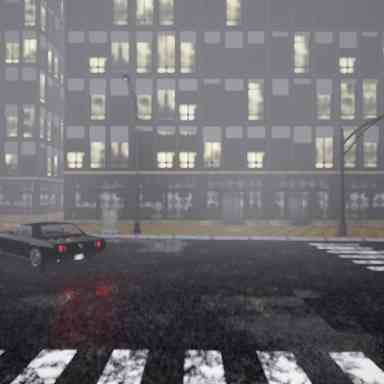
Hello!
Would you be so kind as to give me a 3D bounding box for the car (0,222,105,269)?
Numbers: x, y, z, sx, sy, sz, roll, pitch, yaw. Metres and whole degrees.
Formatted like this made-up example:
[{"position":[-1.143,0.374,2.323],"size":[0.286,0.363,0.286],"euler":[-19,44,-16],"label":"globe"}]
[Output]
[{"position":[-5.166,1.671,11.420],"size":[4.718,1.301,1.895],"euler":[0,-1,38],"label":"car"}]
